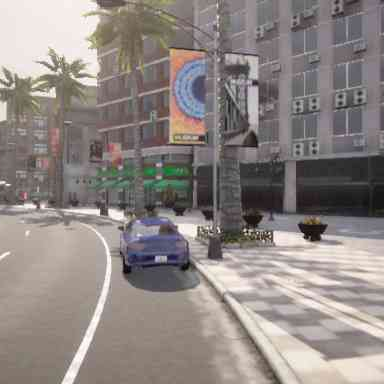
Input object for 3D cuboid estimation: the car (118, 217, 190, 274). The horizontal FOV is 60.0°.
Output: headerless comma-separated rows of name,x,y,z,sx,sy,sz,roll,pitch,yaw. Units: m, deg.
car,-1.323,1.514,10.585,1.812,1.442,4.674,0,0,-14
